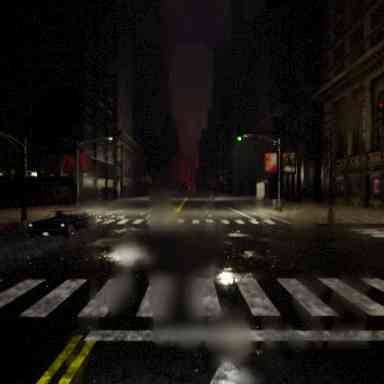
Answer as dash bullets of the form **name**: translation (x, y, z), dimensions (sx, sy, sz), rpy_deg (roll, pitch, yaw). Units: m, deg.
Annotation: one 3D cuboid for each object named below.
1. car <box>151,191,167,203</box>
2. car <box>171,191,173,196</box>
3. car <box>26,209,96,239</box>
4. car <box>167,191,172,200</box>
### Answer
- **car**: translation (-6.505, 0.987, 63.276), dimensions (2.150, 2.045, 5.566), rpy_deg (0, 2, 0)
- **car**: translation (-6.508, 0.605, 94.648), dimensions (2.150, 2.045, 5.566), rpy_deg (0, 0, 0)
- **car**: translation (-6.501, 1.555, 17.017), dimensions (1.895, 1.301, 4.718), rpy_deg (0, 0, 0)
- **car**: translation (-6.507, 1.184, 78.813), dimensions (2.128, 1.511, 4.902), rpy_deg (0, 0, 0)
